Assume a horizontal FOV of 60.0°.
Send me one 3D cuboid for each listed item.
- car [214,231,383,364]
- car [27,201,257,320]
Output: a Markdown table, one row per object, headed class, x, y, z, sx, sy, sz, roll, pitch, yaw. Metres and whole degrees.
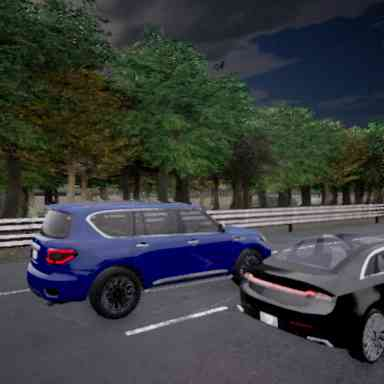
| class | x | y | z | sx | sy | sz | roll | pitch | yaw |
| --- | --- | --- | --- | --- | --- | --- | --- | --- | --- |
| car | 3.010 | 1.504 | 5.893 | 4.902 | 1.511 | 2.128 | 0 | 0 | -36 |
| car | -0.657 | 1.230 | 7.575 | 5.566 | 2.045 | 2.150 | 0 | 0 | -36 |
